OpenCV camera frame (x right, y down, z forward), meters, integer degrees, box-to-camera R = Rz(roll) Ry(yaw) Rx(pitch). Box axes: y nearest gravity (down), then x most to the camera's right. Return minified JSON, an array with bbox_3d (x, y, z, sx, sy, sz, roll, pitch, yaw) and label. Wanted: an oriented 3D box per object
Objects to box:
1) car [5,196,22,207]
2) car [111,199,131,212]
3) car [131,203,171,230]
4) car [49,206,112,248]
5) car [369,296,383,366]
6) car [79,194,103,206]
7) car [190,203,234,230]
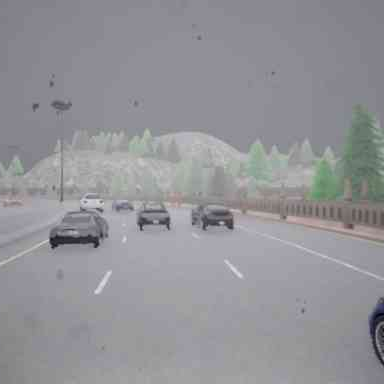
[{"bbox_3d":[-28.598,1.453,53.243,2.097,1.767,4.553,-1,0,-36],"label":"car"},{"bbox_3d":[-8.065,1.485,38.298,1.812,1.442,4.674,0,0,-23],"label":"car"},{"bbox_3d":[-2.515,1.448,20.973,2.128,1.511,4.902,0,0,-12],"label":"car"},{"bbox_3d":[-4.895,1.541,14.849,1.994,1.385,4.181,0,0,-9],"label":"car"},{"bbox_3d":[3.372,1.508,2.594,1.812,1.442,4.674,0,0,-2],"label":"car"},{"bbox_3d":[-11.327,1.200,37.179,2.150,2.045,5.566,0,0,-23],"label":"car"},{"bbox_3d":[1.141,1.448,20.538,1.837,1.490,4.892,0,0,-12],"label":"car"}]
